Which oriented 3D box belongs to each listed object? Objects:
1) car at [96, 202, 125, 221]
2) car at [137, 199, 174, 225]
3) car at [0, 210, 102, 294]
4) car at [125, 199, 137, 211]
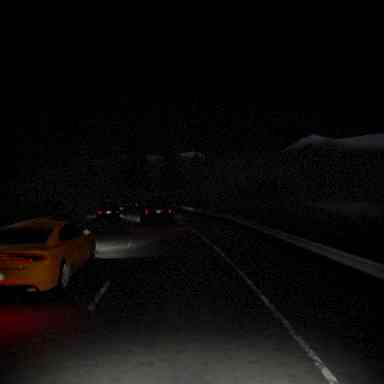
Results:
[{"bbox_3d":[-6.764,1.549,26.970,2.033,1.411,5.357,0,0,-13],"label":"car"},{"bbox_3d":[-2.637,1.348,24.117,2.097,1.767,4.553,0,0,-11],"label":"car"},{"bbox_3d":[-3.922,1.482,8.856,1.882,1.535,5.008,0,0,-5],"label":"car"},{"bbox_3d":[-7.235,1.544,40.639,2.033,1.411,5.357,0,0,-20],"label":"car"}]
